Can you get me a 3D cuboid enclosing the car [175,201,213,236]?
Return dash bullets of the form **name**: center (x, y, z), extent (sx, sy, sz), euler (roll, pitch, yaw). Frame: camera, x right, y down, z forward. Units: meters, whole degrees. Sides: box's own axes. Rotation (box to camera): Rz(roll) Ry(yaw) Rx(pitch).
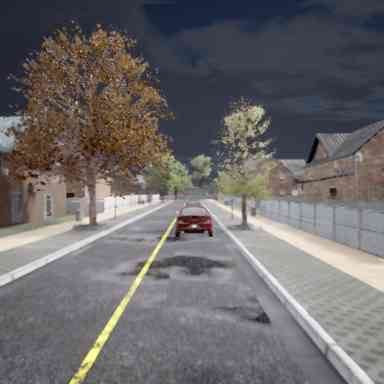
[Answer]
- **car**: center (0.109, 1.493, 18.450), extent (1.882, 1.535, 5.008), euler (0, 0, 0)
